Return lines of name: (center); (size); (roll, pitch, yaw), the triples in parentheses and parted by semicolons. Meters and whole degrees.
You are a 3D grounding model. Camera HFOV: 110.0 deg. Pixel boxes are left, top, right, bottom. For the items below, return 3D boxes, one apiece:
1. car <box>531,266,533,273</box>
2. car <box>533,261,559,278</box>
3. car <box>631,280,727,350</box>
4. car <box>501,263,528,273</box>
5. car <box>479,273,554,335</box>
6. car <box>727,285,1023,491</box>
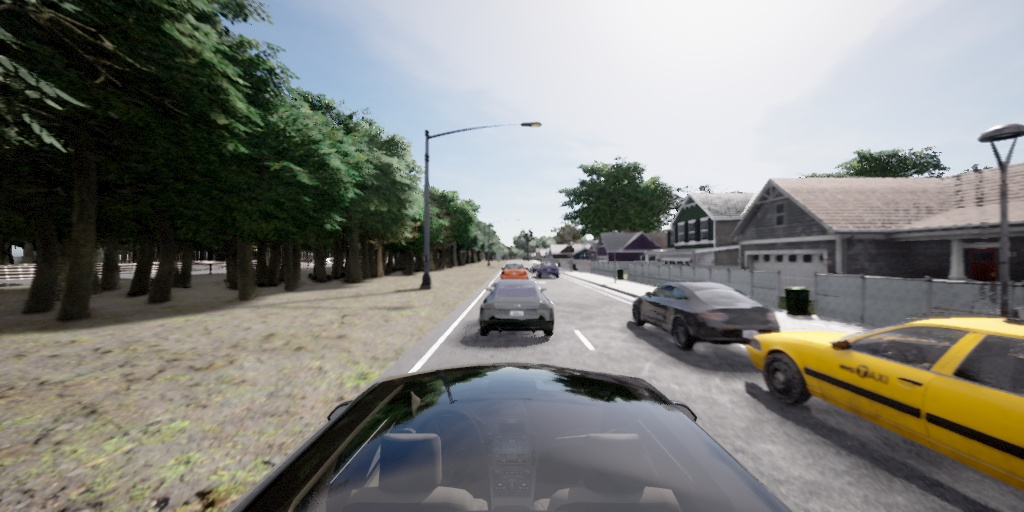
car: (3.672, 1.637, 49.658); (1.895, 1.301, 4.718); (0, 0, 1)
car: (3.696, 1.338, 37.910); (2.097, 1.767, 4.553); (0, 0, 0)
car: (4.571, 1.347, 9.162); (1.812, 1.442, 4.674); (0, 0, 0)
car: (0.182, 1.291, 28.168); (2.097, 1.767, 4.553); (0, 0, 0)
car: (0.126, 1.393, 10.813); (1.994, 1.385, 4.181); (0, 0, 0)
car: (4.552, 1.226, 3.353); (1.801, 1.575, 5.366); (0, -1, 0)
